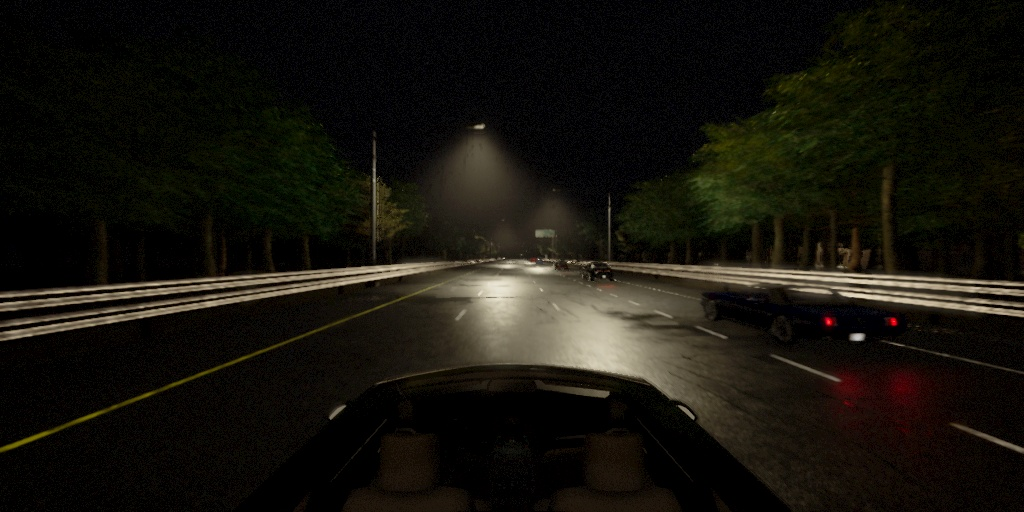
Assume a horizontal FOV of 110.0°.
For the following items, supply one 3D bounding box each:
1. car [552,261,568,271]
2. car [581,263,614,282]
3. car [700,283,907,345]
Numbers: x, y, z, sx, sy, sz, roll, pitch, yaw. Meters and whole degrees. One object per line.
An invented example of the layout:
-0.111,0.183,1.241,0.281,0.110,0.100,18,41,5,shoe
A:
7.139,1.409,52.799,1.837,1.490,4.892,0,0,0,car
7.041,1.331,29.802,1.837,1.490,4.892,0,0,0,car
7.000,1.364,9.485,1.895,1.301,4.718,0,0,0,car
